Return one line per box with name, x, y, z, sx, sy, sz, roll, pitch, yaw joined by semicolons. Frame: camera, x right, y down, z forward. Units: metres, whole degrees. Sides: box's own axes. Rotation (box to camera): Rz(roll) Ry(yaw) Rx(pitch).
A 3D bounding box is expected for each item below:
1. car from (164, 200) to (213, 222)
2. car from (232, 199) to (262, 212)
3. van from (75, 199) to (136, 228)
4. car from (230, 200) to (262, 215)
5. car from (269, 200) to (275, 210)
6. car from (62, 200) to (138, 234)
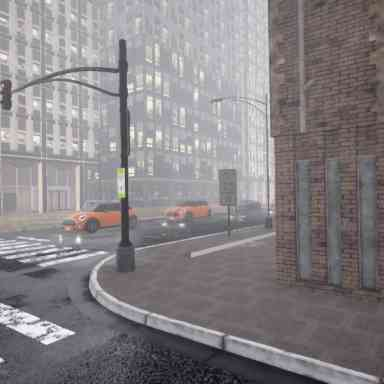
car;-0.227;1.433;27.095;2.097;1.767;4.553;-1;-1;36
car;6.896;1.689;41.407;1.752;1.417;4.829;-2;-1;36
van;-5.989;1.460;23.534;1.690;1.788;3.998;-2;-1;36
car;5.789;1.593;35.426;2.128;1.511;4.902;-1;-1;36
car;11.735;1.474;43.622;2.097;1.767;4.553;-1;-1;36
car;-5.426;1.416;19.935;2.097;1.767;4.553;-1;-1;37
